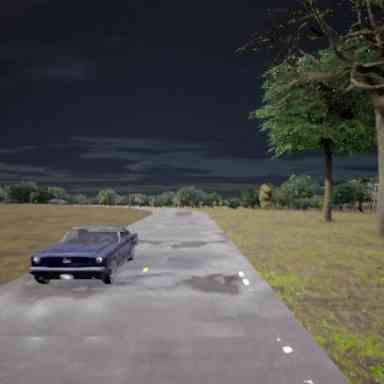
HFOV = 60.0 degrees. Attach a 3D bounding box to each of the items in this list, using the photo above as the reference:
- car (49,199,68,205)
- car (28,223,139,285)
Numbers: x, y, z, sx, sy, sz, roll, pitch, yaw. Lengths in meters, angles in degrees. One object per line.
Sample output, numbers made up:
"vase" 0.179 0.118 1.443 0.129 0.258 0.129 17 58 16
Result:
"car" -31.883 2.398 79.546 4.902 1.511 2.128 0 -2 18
"car" -2.847 1.651 9.785 1.895 1.301 4.718 0 0 0
